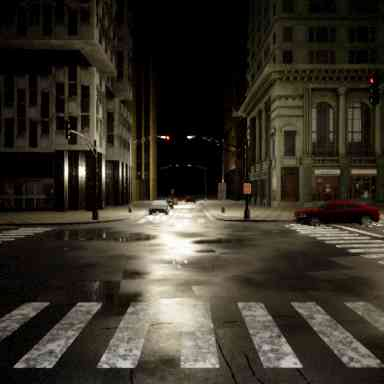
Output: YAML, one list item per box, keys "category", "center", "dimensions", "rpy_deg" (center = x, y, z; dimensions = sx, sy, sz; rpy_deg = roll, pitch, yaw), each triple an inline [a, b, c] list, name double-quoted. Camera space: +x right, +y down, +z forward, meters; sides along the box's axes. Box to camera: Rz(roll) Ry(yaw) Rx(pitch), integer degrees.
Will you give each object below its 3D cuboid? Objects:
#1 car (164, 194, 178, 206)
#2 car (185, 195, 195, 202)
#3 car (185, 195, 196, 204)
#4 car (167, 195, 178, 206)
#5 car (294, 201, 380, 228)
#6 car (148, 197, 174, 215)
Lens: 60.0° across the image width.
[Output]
- category: "car"
  center: [-3.361, 1.298, 53.799]
  dimensions: [2.097, 1.767, 4.553]
  rpy_deg: [0, 0, 0]
- category: "car"
  center: [-0.424, 1.451, 73.678]
  dimensions: [1.994, 1.385, 4.181]
  rpy_deg: [0, 0, 0]
- category: "car"
  center: [-0.256, 1.449, 63.866]
  dimensions: [1.812, 1.442, 4.674]
  rpy_deg: [0, 0, 0]
- category: "car"
  center: [-3.291, 1.456, 43.506]
  dimensions: [2.128, 1.511, 4.902]
  rpy_deg: [0, 0, 0]
- category: "car"
  center: [8.851, 1.313, 20.549]
  dimensions: [5.008, 1.535, 1.882]
  rpy_deg: [-1, 0, 0]
- category: "car"
  center: [-3.214, 1.527, 33.590]
  dimensions: [2.033, 1.411, 5.357]
  rpy_deg: [0, 0, 0]
